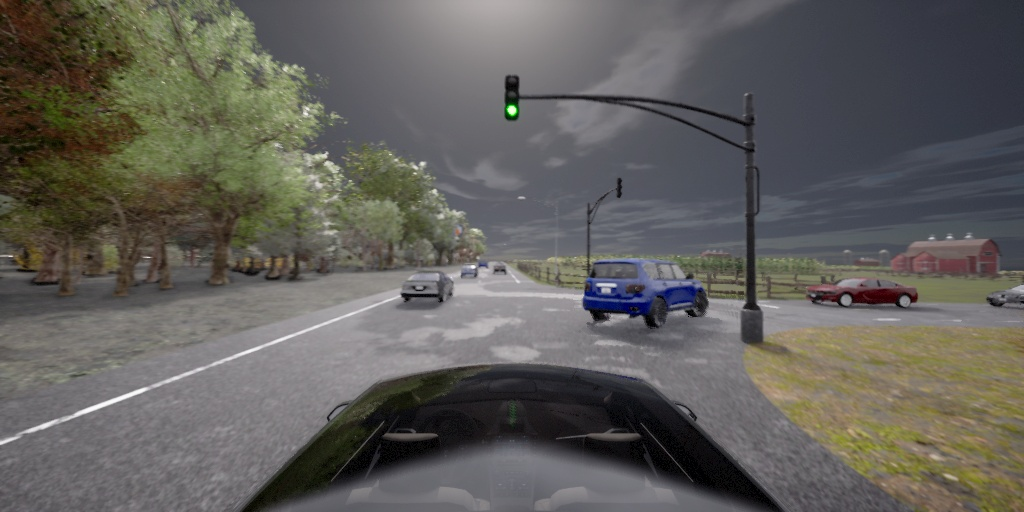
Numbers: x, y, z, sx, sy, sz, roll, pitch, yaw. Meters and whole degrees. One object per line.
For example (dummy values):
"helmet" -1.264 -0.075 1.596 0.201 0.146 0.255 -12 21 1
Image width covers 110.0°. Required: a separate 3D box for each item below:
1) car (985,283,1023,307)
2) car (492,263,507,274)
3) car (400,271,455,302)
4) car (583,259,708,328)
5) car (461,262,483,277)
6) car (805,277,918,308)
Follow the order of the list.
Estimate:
"car" 28.704 2.139 19.366 4.674 1.442 1.812 1 -2 -2
"car" -1.783 1.804 52.173 1.837 1.490 4.892 1 -1 -2
"car" -4.046 1.440 17.839 2.033 1.411 5.357 1 -1 -2
"car" 4.705 1.153 12.348 5.566 2.045 2.150 2 -3 -44
"car" -4.923 1.704 42.142 2.033 1.411 5.357 1 -1 -2
"car" 18.438 1.871 19.051 5.008 1.535 1.882 1 -2 -2
